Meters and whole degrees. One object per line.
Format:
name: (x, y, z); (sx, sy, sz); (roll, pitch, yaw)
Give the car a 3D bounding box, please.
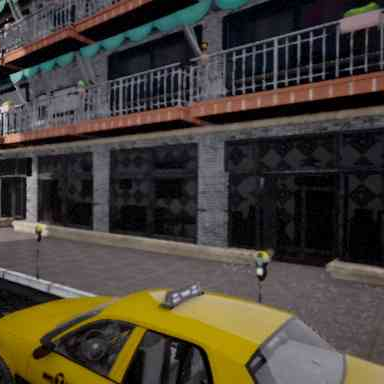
car: (-0.301, 1.513, 3.081); (4.829, 1.417, 1.752); (0, 1, 36)
